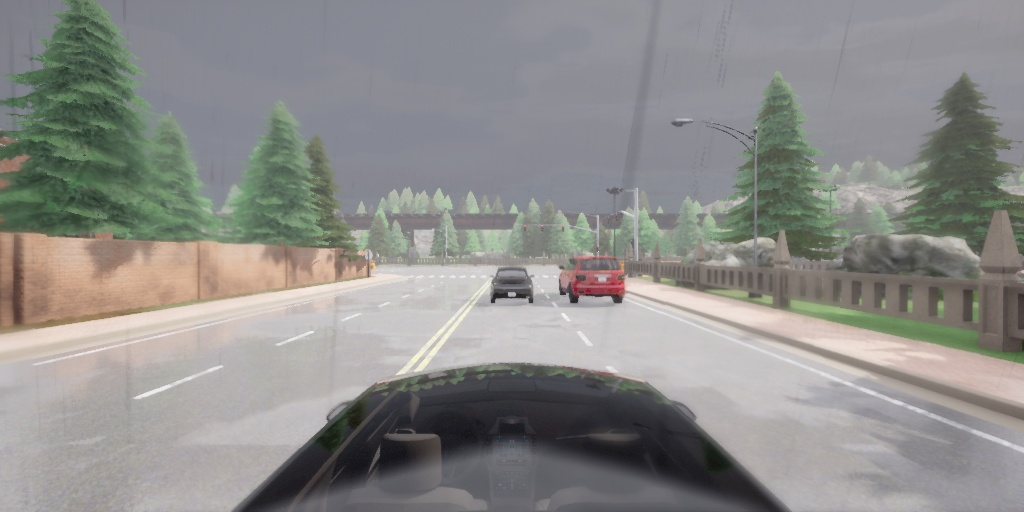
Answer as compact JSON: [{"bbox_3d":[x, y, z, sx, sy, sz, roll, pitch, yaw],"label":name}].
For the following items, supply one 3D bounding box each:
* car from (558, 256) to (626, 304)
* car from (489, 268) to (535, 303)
[{"bbox_3d":[3.500,1.007,16.530,2.150,2.045,5.566,0,0,0],"label":"car"},{"bbox_3d":[0.000,1.265,16.500,1.837,1.490,4.892,0,0,0],"label":"car"}]
